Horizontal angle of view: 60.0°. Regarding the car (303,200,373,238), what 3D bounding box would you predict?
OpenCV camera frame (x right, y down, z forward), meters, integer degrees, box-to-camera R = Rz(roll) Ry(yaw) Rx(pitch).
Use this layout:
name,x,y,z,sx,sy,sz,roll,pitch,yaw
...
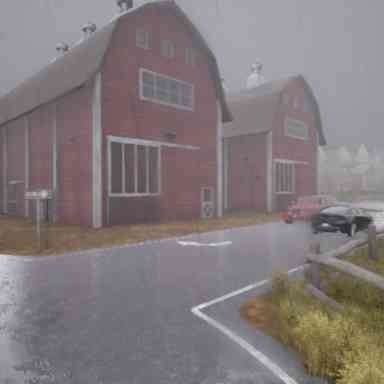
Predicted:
name,x,y,z,sx,sy,sz,roll,pitch,yaw
car,8.040,1.418,17.648,1.882,1.535,5.008,0,0,43

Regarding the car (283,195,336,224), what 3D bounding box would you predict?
name,x,y,z,sx,sy,sz,roll,pitch,yaw
car,8.494,1.230,23.409,2.150,2.045,5.566,0,0,42
